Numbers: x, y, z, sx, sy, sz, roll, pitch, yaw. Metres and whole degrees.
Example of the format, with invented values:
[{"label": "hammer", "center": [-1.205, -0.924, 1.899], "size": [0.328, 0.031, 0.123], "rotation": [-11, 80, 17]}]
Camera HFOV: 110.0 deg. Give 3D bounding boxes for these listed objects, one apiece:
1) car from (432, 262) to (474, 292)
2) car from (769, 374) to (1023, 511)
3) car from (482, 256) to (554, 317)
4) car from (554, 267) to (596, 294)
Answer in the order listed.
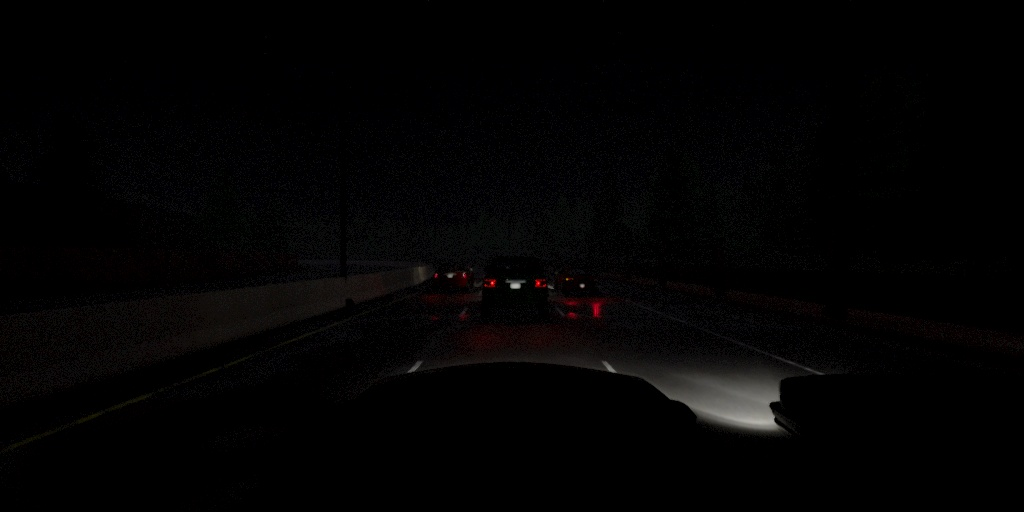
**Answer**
[{"label": "car", "center": [-3.521, 1.167, 22.185], "size": [2.097, 1.767, 4.553], "rotation": [0, 0, -2]}, {"label": "car", "center": [3.601, 1.294, 1.232], "size": [2.033, 1.411, 5.357], "rotation": [0, 0, 0]}, {"label": "car", "center": [0.101, 1.009, 13.510], "size": [2.150, 2.045, 5.566], "rotation": [0, 0, 0]}, {"label": "car", "center": [3.531, 1.334, 20.581], "size": [1.812, 1.442, 4.674], "rotation": [0, 0, -1]}]
